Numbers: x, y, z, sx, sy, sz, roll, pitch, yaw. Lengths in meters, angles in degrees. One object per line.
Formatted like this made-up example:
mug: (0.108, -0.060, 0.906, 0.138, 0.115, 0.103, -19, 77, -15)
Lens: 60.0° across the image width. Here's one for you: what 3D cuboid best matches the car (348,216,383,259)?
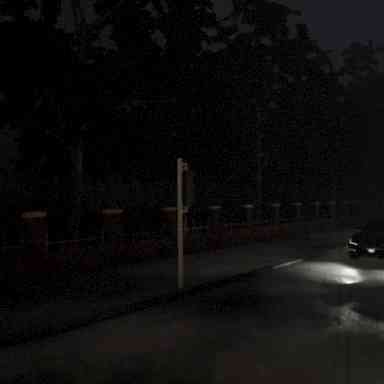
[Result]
car: (7.552, 1.683, 12.571, 4.892, 1.490, 1.837, 1, -2, -45)
